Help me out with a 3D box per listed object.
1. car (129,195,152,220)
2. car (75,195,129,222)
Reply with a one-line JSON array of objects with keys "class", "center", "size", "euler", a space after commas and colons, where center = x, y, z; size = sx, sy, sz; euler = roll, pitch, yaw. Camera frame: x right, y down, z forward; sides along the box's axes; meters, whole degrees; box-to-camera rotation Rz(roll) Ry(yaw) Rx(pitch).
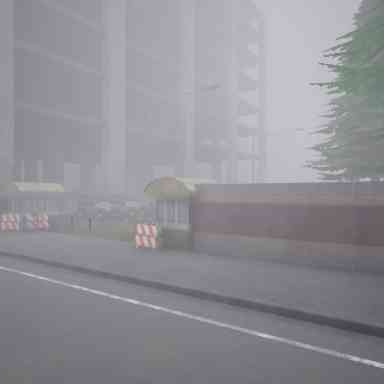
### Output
[{"class": "car", "center": [-5.170, 1.168, 26.882], "size": [3.866, 1.878, 1.905], "euler": [0, 0, 35]}, {"class": "car", "center": [-6.853, 1.169, 24.470], "size": [3.866, 1.878, 1.905], "euler": [0, 0, 35]}]
